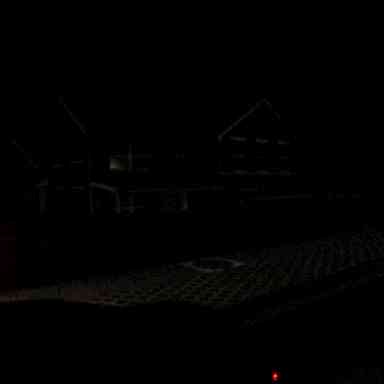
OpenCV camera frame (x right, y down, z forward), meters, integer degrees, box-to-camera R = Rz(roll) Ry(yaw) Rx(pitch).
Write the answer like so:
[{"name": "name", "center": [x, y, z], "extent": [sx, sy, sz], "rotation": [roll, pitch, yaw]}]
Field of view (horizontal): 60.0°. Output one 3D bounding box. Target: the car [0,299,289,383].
[{"name": "car", "center": [-1.722, 1.558, 1.880], "extent": [5.357, 1.411, 2.033], "rotation": [-2, 1, -35]}]
